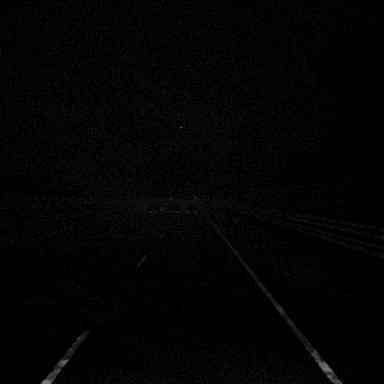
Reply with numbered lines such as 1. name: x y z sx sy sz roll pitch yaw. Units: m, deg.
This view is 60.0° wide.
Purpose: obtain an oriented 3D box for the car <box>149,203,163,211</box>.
1. car: -7.010 2.857 62.366 1.837 1.490 4.892 0 -2 0

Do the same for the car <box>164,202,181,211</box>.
1. car: -3.510 2.721 62.758 2.097 1.767 4.553 0 -2 0

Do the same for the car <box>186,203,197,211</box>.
1. car: -0.010 2.896 62.782 1.812 1.442 4.674 0 -2 0

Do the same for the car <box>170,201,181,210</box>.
1. car: -3.511 2.980 72.765 2.097 1.767 4.553 0 -2 0
